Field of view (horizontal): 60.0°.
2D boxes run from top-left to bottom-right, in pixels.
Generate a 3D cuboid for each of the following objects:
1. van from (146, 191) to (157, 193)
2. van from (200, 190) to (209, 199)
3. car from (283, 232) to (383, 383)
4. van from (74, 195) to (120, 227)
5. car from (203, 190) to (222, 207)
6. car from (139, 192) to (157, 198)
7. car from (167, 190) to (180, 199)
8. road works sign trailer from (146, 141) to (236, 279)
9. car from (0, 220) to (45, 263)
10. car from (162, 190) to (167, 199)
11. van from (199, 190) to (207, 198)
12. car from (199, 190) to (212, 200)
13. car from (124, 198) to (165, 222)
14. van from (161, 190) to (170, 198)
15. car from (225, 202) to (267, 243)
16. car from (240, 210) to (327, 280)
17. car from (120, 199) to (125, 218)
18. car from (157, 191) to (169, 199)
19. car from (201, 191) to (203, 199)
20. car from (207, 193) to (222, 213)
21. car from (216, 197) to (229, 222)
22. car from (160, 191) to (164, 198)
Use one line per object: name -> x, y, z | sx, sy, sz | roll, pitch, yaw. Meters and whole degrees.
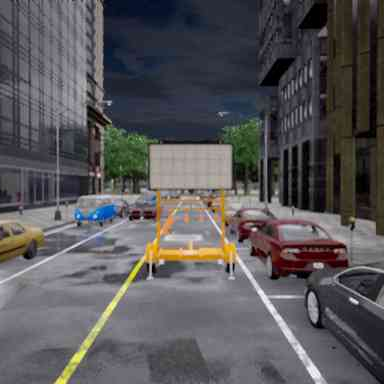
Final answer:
van -> -5.918, 0.769, 47.475 | 1.690, 1.788, 3.998 | 0, 1, 0
van -> 2.535, 0.516, 69.251 | 1.690, 1.788, 3.998 | 0, 1, 0
car -> 2.750, 1.500, 4.008 | 2.008, 1.369, 4.403 | 0, 1, 0
van -> -5.829, 1.093, 20.289 | 1.690, 1.788, 3.998 | 0, 1, 0
car -> 2.642, 0.871, 36.628 | 2.192, 1.841, 5.009 | 0, 1, 0
car -> -5.900, 1.058, 42.040 | 1.947, 1.339, 4.313 | 0, 1, 0
car -> -3.252, 0.760, 62.080 | 1.837, 1.490, 4.892 | 0, 1, 0
road works sign trailer -> -0.030, 0.346, 9.565 | 2.380, 3.560, 2.880 | 0, 1, 0
car -> -5.792, 1.411, 9.247 | 1.752, 1.417, 4.829 | 0, 1, 0
car -> -5.954, 0.867, 58.351 | 1.947, 1.339, 4.313 | 0, 1, 0
van -> 2.517, 0.454, 74.688 | 1.690, 1.788, 3.998 | 0, 1, 0
car -> 2.553, 0.553, 63.814 | 2.192, 1.841, 5.009 | 0, 1, 0
car -> -3.176, 1.317, 23.261 | 1.895, 1.301, 4.718 | 0, 1, 0
van -> -6.008, 0.454, 74.661 | 1.690, 1.788, 3.998 | 0, 1, 0
car -> 2.714, 1.362, 14.882 | 1.887, 1.381, 4.507 | 0, 1, 0
car -> 2.732, 1.428, 9.445 | 1.887, 1.381, 4.507 | 0, 1, 0
car -> -5.847, 1.237, 25.729 | 2.008, 1.369, 4.403 | 0, 1, 0
car -> -5.990, 0.616, 69.224 | 1.967, 1.590, 4.097 | 0, 1, 0
car -> 2.606, 0.951, 47.675 | 1.752, 1.417, 4.829 | 0, 1, 0
car -> 2.660, 1.144, 31.363 | 1.752, 1.417, 4.829 | 0, 1, 0
car -> 2.696, 1.275, 20.489 | 1.752, 1.417, 4.829 | 0, 1, 0
car -> -5.936, 0.892, 52.744 | 1.752, 1.417, 4.829 | 0, 1, 0
